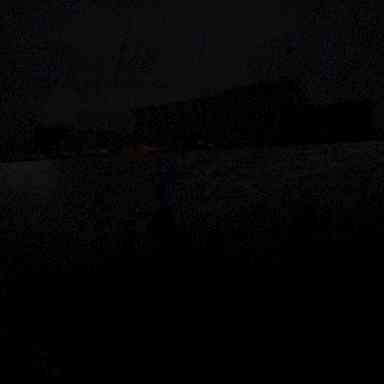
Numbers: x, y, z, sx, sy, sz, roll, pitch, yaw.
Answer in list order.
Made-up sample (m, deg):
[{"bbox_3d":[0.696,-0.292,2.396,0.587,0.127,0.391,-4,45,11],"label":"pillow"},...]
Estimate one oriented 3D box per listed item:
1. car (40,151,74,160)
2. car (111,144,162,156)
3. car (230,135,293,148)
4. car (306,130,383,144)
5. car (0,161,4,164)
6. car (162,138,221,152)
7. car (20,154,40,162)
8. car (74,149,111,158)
[{"bbox_3d":[-13.913,-3.694,36.384,4.892,1.521,2.231,0,0,34],"label":"car"},{"bbox_3d":[-4.558,-3.588,30.417,5.008,1.535,2.097,1,0,32],"label":"car"},{"bbox_3d":[5.185,-3.445,24.791,4.792,1.488,2.163,1,0,29],"label":"car"},{"bbox_3d":[10.047,-3.379,22.179,4.674,1.452,2.002,1,0,28],"label":"car"},{"bbox_3d":[-27.514,-3.893,45.656,4.553,1.767,2.185,0,0,34],"label":"car"},{"bbox_3d":[0.193,-3.658,27.597,4.553,1.767,2.185,1,0,31],"label":"car"},{"bbox_3d":[-18.477,-3.726,39.489,4.892,1.521,2.231,0,0,34],"label":"car"},{"bbox_3d":[-9.268,-3.603,33.351,4.674,1.452,2.002,1,0,33],"label":"car"}]
